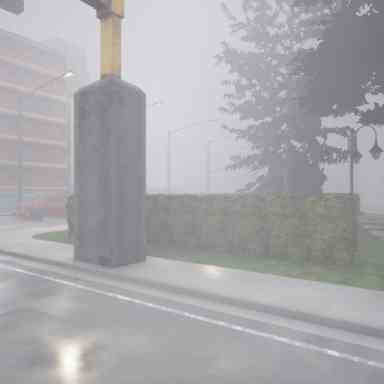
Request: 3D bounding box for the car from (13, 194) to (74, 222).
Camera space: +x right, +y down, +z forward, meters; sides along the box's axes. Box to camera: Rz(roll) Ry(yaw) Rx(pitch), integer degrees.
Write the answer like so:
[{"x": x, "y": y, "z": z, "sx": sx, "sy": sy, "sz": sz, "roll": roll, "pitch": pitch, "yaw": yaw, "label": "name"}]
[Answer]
[{"x": -11.349, "y": 1.220, "z": 26.914, "sx": 2.150, "sy": 2.045, "sz": 5.566, "roll": 0, "pitch": 0, "yaw": 36, "label": "car"}]
